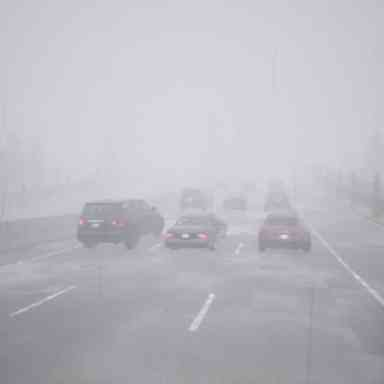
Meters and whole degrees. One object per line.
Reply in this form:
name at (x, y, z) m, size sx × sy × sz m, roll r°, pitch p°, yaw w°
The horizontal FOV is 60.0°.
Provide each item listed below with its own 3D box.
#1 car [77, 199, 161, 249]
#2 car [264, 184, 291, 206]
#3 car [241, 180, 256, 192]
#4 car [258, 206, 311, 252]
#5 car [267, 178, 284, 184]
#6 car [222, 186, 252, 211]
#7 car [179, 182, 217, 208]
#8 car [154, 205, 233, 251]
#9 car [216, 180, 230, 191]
car at (-3.060, 1.307, 15.367) m, size 2.150 × 2.045 × 5.566 m, roll -1°, pitch 1°, yaw 13°
car at (7.268, 0.556, 28.288) m, size 2.097 × 1.767 × 4.553 m, roll -1°, pitch 4°, yaw 14°
car at (7.410, -0.841, 43.702) m, size 2.033 × 1.411 × 5.357 m, roll -1°, pitch 7°, yaw 14°
car at (3.821, 1.549, 14.016) m, size 1.994 × 1.385 × 4.181 m, roll -1°, pitch 1°, yaw 14°
car at (10.795, -1.082, 42.823) m, size 2.097 × 1.767 × 4.553 m, roll -1°, pitch 7°, yaw 14°
car at (3.962, 0.703, 29.482) m, size 1.882 × 1.535 × 5.008 m, roll -1°, pitch 5°, yaw 14°
car at (0.446, 0.531, 29.870) m, size 2.150 × 2.045 × 5.566 m, roll -1°, pitch 5°, yaw 14°
car at (0.345, 1.588, 14.542) m, size 2.033 × 1.411 × 5.357 m, roll -1°, pitch 1°, yaw 13°
car at (4.009, -0.845, 44.532) m, size 2.128 × 1.511 × 4.902 m, roll -1°, pitch 7°, yaw 14°
